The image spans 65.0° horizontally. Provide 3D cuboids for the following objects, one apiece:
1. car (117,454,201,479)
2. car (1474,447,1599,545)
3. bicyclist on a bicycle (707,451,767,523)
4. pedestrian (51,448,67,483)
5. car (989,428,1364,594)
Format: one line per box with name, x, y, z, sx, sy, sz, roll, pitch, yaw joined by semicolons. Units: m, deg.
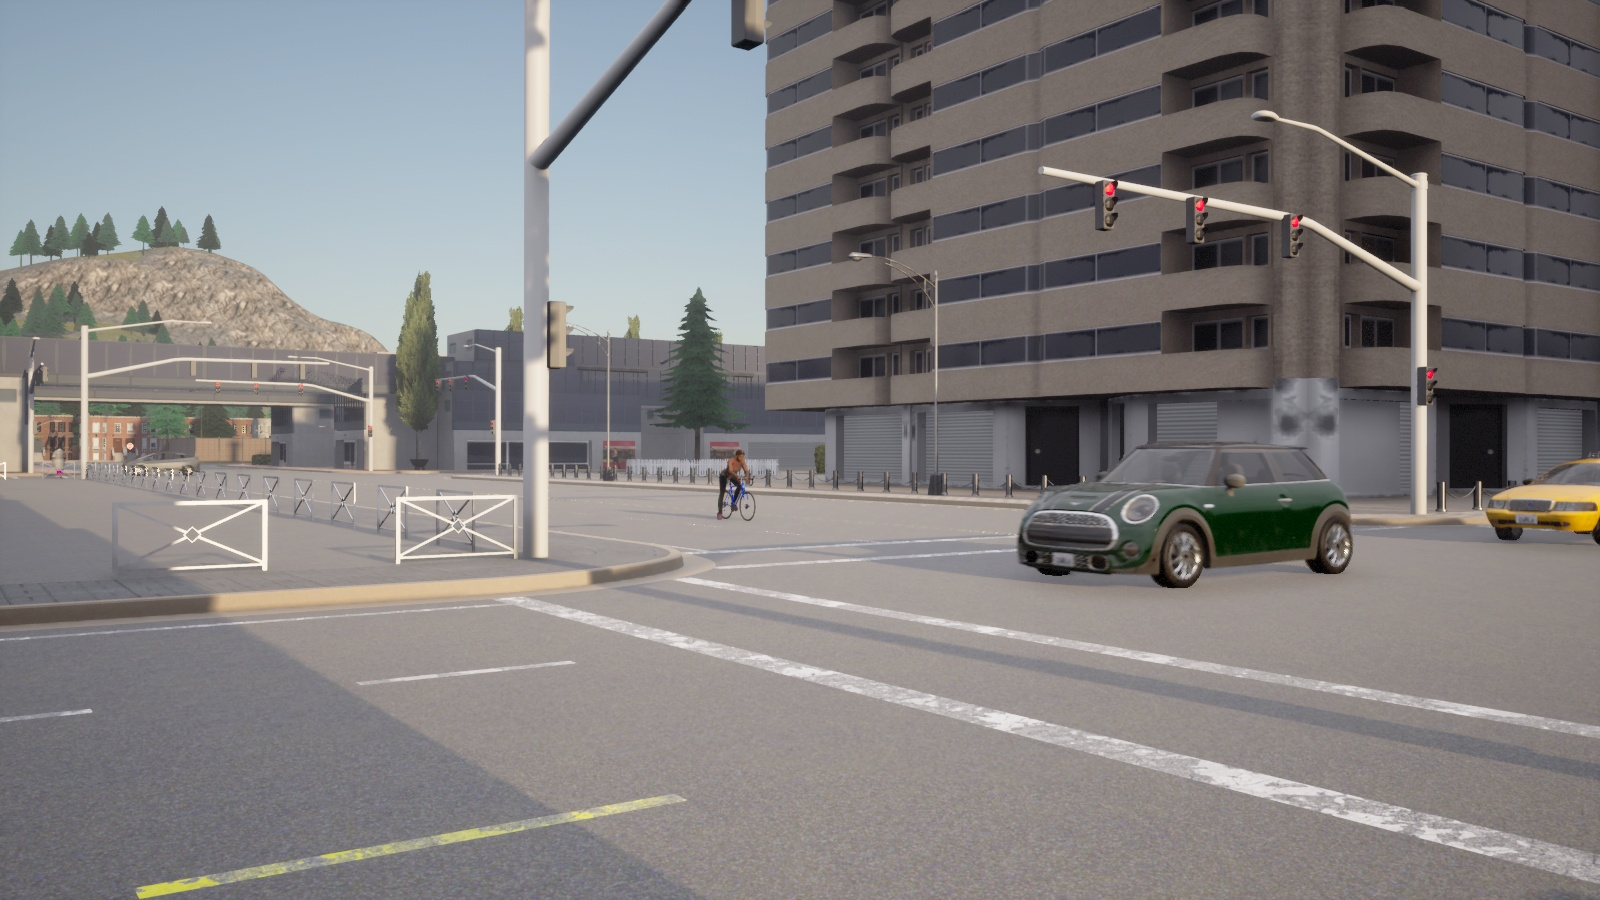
car;-40.784;1.029;79.963;4.514;1.525;2.007;0;0;-35
car;14.296;0.738;22.418;5.366;1.575;1.801;0;0;-36
bicyclist on a bicycle;-1.467;0.827;28.998;0.582;1.620;1.656;0;0;-35
pedestrian;-41.332;0.843;70.060;0.659;1.952;0.873;0;0;-39
car;4.743;0.657;15.577;4.553;1.767;2.097;0;0;-36
